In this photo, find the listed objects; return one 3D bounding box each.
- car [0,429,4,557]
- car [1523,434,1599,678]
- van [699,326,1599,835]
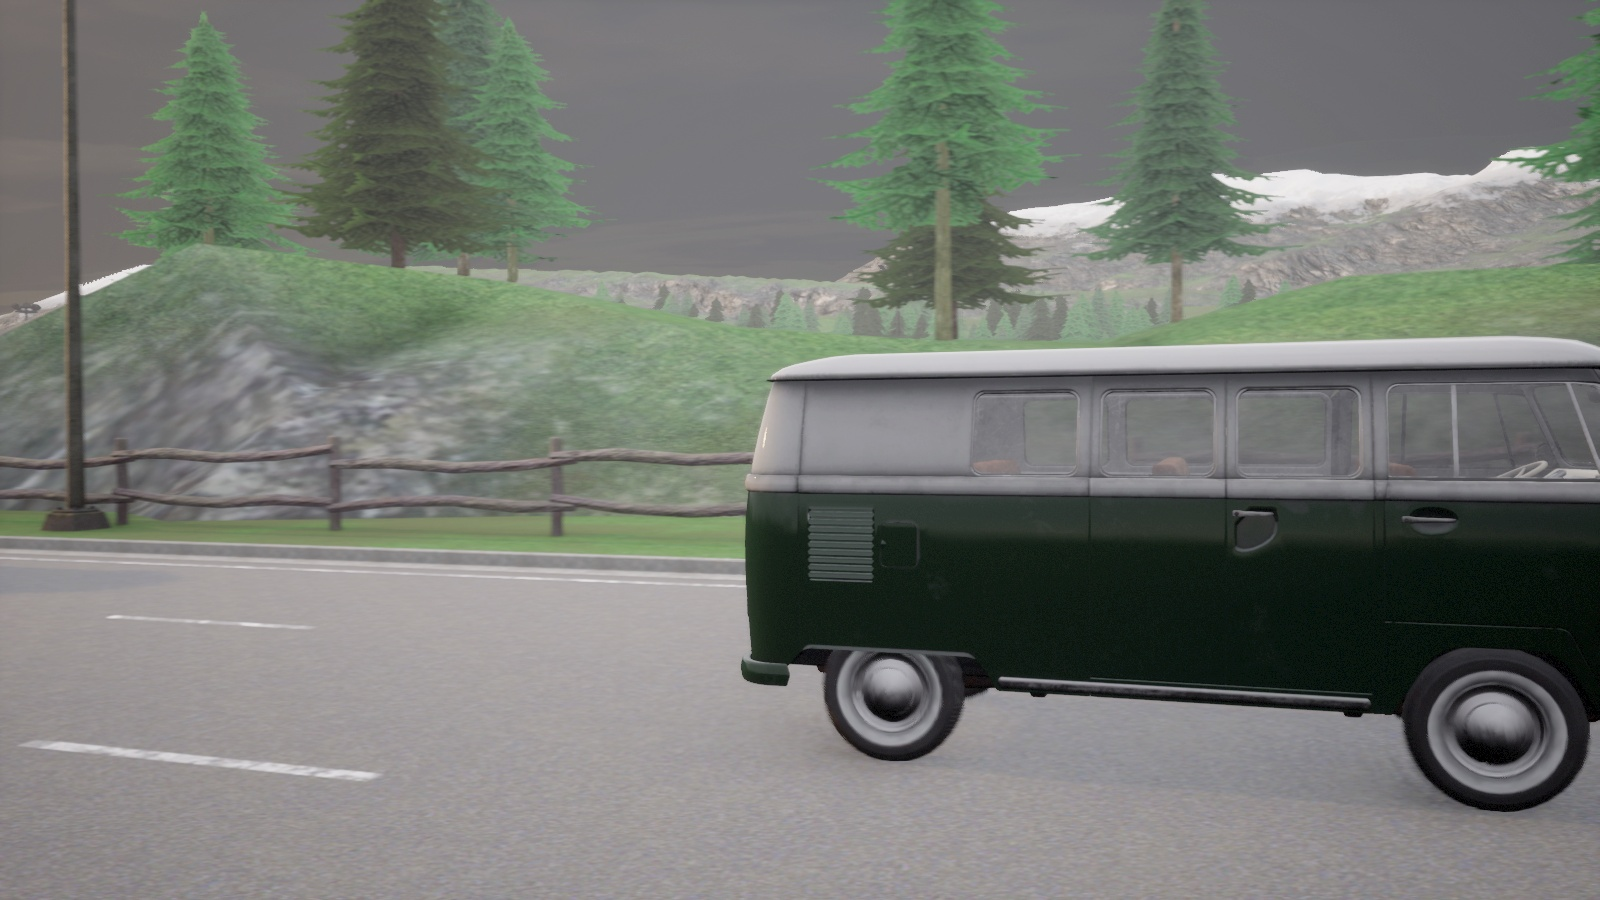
[{"bbox_3d":[-12.091,0.504,14.645,4.902,1.511,2.128,1,1,19],"label":"car"},{"bbox_3d":[7.440,0.671,8.074,4.514,1.525,2.007,1,1,19],"label":"car"},{"bbox_3d":[1.898,0.486,6.243,4.442,1.987,1.775,1,1,19],"label":"van"}]
